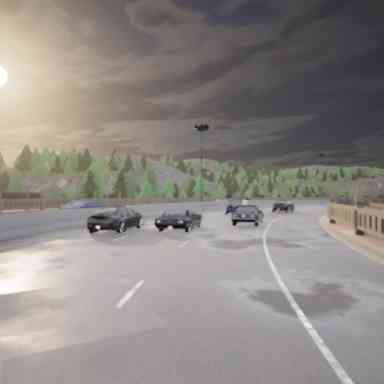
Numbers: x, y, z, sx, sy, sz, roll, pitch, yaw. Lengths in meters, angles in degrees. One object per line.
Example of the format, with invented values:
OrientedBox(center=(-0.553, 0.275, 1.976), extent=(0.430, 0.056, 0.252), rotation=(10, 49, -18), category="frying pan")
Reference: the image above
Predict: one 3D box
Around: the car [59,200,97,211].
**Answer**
OrientedBox(center=(-11.158, 1.634, 34.402), extent=(1.882, 1.535, 5.008), rotation=(0, -1, 20), category="car")

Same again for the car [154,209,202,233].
OrientedBox(center=(-0.668, 1.687, 20.528), extent=(1.895, 1.301, 4.718), rotation=(0, 0, 14), category="car")

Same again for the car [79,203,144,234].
OrientedBox(center=(-4.406, 1.580, 19.761), extent=(1.837, 1.490, 4.892), rotation=(0, 0, 12), category="car")

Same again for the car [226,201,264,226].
OrientedBox(center=(4.169, 1.665, 24.609), extent=(2.033, 1.411, 5.357), rotation=(0, 0, 17), category="car")

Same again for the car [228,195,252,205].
OrientedBox(center=(9.916, 1.561, 68.844), extent=(2.150, 2.045, 5.566), rotation=(-1, -1, 43), category="car")

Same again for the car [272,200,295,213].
OrientedBox(center=(11.309, 1.739, 40.959), extent=(1.837, 1.490, 4.892), rotation=(-1, 0, 29), category="car")

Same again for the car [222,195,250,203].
OrientedBox(center=(5.408, 1.552, 37.204), extent=(2.097, 1.767, 4.553), rotation=(0, 0, 25), category="car")

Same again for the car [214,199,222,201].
OrientedBox(center=(4.707, 1.901, 56.915), extent=(1.812, 1.442, 4.674), rotation=(0, -1, 35), category="car")

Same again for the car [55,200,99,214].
OrientedBox(center=(-13.218, 1.678, 38.713), extent=(2.128, 1.511, 4.902), rotation=(0, 0, 23), category="car")
